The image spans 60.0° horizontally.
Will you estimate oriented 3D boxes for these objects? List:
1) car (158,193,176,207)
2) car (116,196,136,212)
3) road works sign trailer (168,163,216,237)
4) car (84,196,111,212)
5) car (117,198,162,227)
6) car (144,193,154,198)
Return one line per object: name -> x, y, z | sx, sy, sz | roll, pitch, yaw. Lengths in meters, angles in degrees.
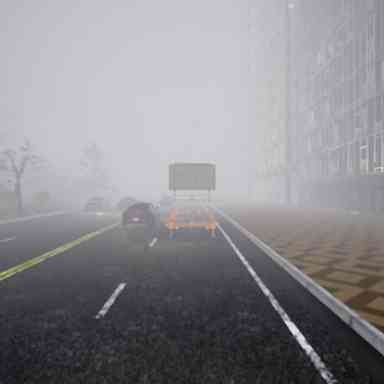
car -> -3.146, 1.216, 43.445 | 2.033, 1.411, 5.357 | 0, 0, 0
car -> -6.585, 1.197, 34.584 | 1.882, 1.535, 5.008 | 0, 0, 0
road works sign trailer -> 0.007, 0.307, 17.013 | 2.380, 3.560, 2.880 | 0, 0, 0
car -> -9.833, 1.222, 34.893 | 1.837, 1.490, 4.892 | 0, 0, 0
car -> -3.148, 1.337, 20.906 | 1.812, 1.442, 4.674 | 0, 1, 0
car -> -9.743, 0.916, 76.564 | 2.033, 1.411, 5.357 | 0, 0, 0
